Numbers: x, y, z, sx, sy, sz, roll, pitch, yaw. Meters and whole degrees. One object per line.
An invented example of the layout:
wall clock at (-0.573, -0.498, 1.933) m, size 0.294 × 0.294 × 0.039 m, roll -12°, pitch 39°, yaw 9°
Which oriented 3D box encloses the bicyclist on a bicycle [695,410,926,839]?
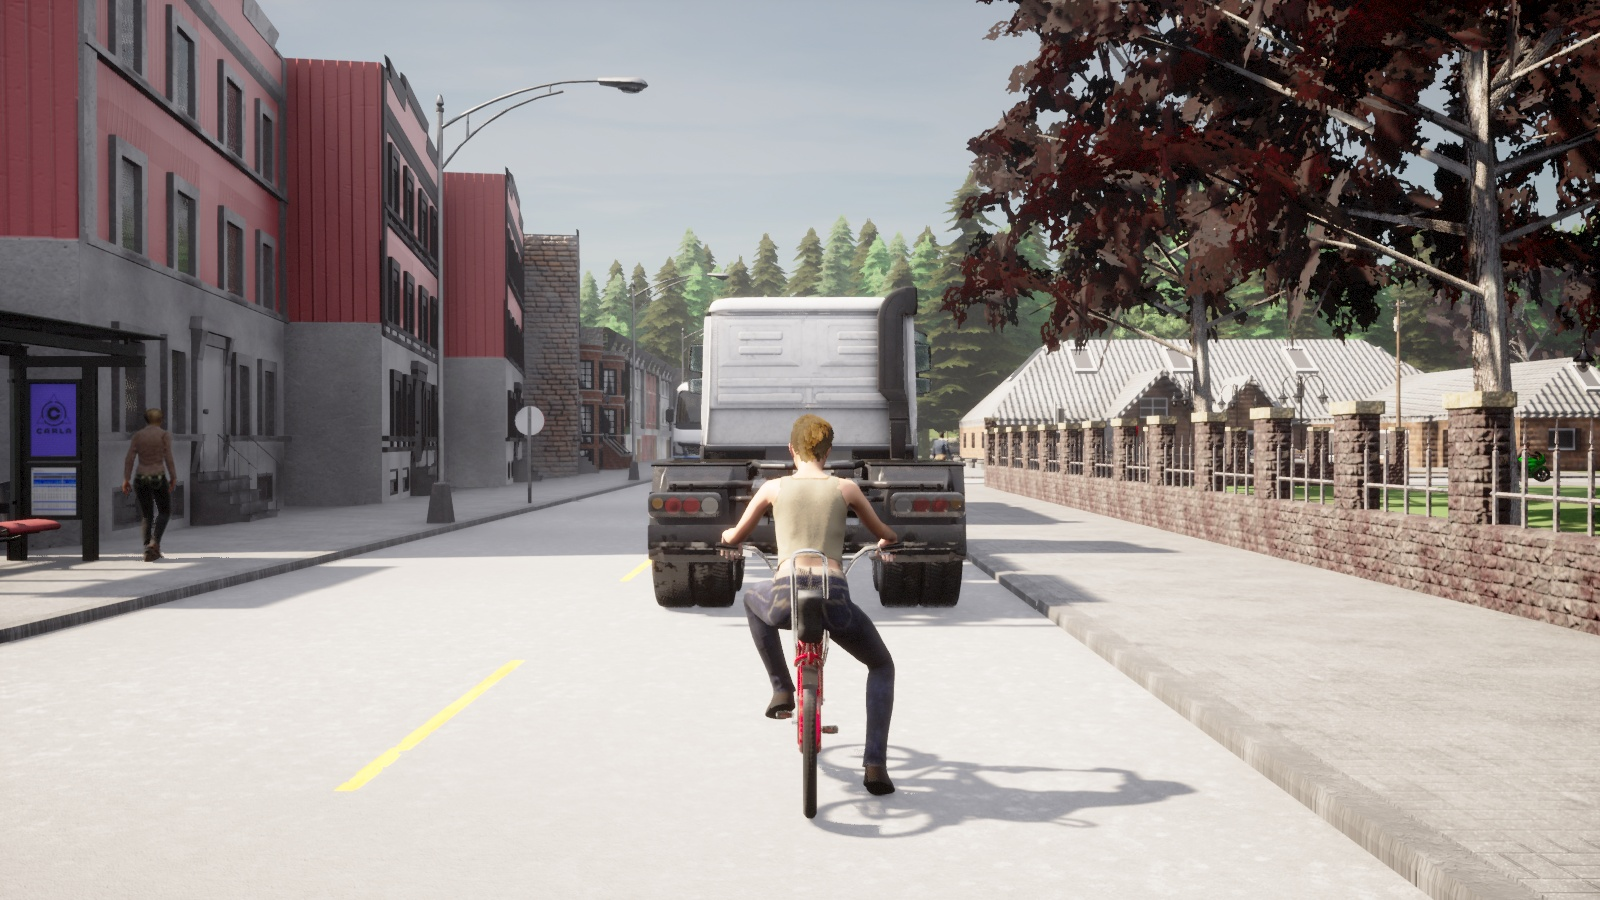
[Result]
bicyclist on a bicycle at (0.043, 0.652, 5.474) m, size 0.866 × 1.612 × 1.509 m, roll 0°, pitch 0°, yaw 0°

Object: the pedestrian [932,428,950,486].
pedestrian at (4.785, 0.219, 42.668) m, size 0.423 × 1.949 × 0.788 m, roll 0°, pitch 0°, yaw 20°

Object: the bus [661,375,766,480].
bus at (-3.667, -0.951, 56.332) m, size 3.944 × 4.253 × 10.273 m, roll 0°, pitch 0°, yaw 0°

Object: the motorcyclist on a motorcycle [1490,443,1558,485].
motorcyclist on a motorcycle at (26.496, 0.490, 45.987) m, size 2.044 × 1.523 × 0.797 m, roll 0°, pitch 0°, yaw -1°

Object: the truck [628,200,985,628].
truck at (0.096, -0.315, 14.136) m, size 2.891 × 3.462 × 7.936 m, roll 0°, pitch 0°, yaw 1°

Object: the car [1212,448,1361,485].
car at (17.777, 0.601, 46.039) m, size 4.718 × 1.301 × 1.895 m, roll 0°, pitch 0°, yaw -1°

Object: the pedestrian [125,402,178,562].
pedestrian at (-7.641, 0.366, 14.813) m, size 0.331 × 1.846 × 0.634 m, roll 0°, pitch 0°, yaw -4°
